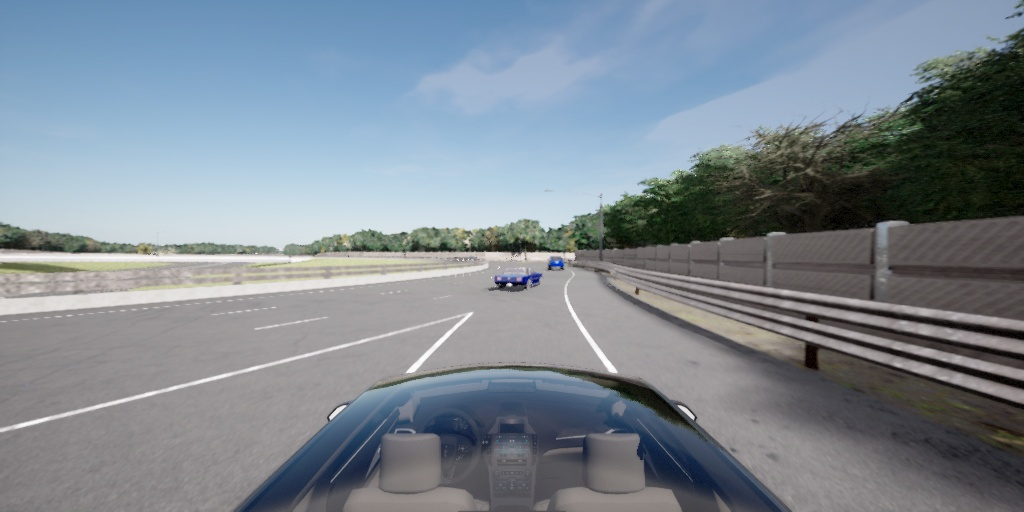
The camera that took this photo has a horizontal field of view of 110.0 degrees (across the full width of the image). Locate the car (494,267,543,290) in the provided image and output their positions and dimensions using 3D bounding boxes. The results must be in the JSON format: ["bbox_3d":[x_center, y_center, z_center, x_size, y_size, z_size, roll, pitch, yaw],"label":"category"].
[{"bbox_3d":[0.560,1.343,22.401,1.895,1.301,4.718,1,0,19],"label":"car"}]

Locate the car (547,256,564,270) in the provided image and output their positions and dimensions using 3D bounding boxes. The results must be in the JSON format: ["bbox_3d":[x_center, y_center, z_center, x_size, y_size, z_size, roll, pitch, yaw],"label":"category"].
[{"bbox_3d":[6.439,1.001,53.622,2.150,2.045,5.566,1,0,2],"label":"car"}]
